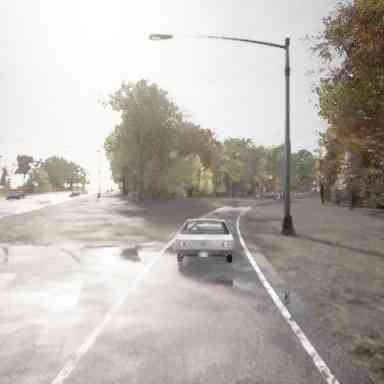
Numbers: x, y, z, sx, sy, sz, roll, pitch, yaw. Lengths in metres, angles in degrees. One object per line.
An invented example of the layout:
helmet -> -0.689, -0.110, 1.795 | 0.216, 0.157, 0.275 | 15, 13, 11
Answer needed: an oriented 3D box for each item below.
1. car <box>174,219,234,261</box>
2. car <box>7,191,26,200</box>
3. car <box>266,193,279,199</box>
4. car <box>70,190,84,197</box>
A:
car -> 0.516, 1.637, 12.372 | 1.895, 1.301, 4.718 | 0, 0, 4
car -> -28.354, 0.586, 53.740 | 1.837, 1.490, 4.892 | 0, 1, -13
car -> 20.385, 1.087, 85.399 | 1.837, 1.490, 4.892 | 0, 1, 24
car -> -26.783, 0.351, 76.476 | 2.033, 1.411, 5.357 | 0, 1, -13
